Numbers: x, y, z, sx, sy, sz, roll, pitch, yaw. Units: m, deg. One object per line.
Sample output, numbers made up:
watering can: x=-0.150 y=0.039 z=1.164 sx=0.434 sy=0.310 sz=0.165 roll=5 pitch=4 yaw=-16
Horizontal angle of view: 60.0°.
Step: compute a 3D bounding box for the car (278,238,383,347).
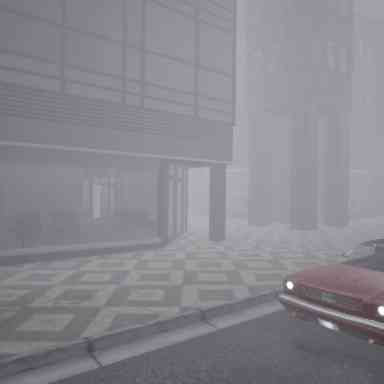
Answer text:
car: x=3.751 y=1.601 z=6.083 sx=4.718 sy=1.301 sz=1.895 roll=0 pitch=0 yaw=-36
